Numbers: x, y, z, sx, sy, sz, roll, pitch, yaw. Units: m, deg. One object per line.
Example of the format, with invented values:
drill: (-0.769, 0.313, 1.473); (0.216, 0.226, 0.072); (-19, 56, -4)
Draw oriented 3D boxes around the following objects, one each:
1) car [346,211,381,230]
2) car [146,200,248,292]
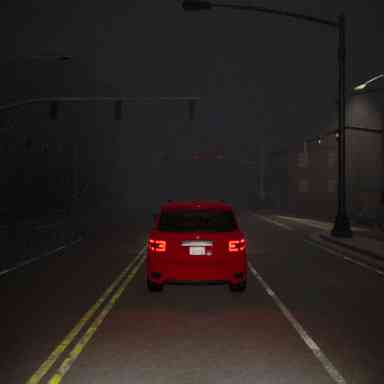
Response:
car: (15.435, 2.488, 29.654); (4.902, 1.511, 2.128); (8, 0, 0)
car: (0.101, 1.221, 9.060); (2.150, 2.045, 5.566); (0, 0, 0)
